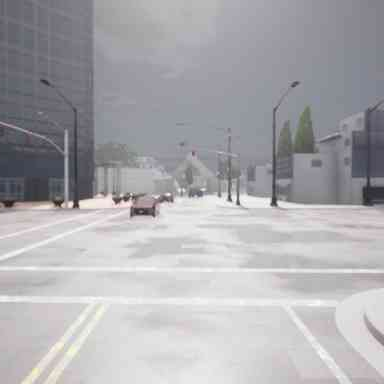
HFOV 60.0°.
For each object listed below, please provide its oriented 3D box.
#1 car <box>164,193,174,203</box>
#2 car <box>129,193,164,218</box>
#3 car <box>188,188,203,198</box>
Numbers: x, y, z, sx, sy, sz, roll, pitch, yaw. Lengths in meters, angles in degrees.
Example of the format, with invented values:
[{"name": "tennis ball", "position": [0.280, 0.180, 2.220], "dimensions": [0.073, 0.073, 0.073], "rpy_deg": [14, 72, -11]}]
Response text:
[{"name": "car", "position": [-3.561, 0.810, 46.379], "dimensions": [1.994, 1.385, 4.181], "rpy_deg": [0, 1, 0]}, {"name": "car", "position": [-3.591, 1.082, 25.926], "dimensions": [1.882, 1.535, 5.008], "rpy_deg": [0, 1, 0]}, {"name": "car", "position": [0.776, 0.115, 68.290], "dimensions": [2.150, 2.045, 5.566], "rpy_deg": [0, 1, 12]}]
